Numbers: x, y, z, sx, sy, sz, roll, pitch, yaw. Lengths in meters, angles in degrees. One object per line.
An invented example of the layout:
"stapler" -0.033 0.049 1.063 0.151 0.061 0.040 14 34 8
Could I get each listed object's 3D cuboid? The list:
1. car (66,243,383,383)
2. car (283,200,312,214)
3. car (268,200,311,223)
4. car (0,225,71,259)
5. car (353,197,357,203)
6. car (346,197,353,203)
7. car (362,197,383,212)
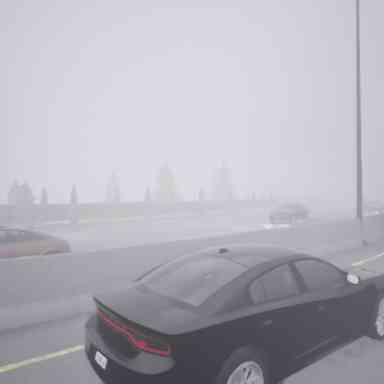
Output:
"car" 1.064 1.488 4.792 5.008 1.535 1.882 0 0 -38
"car" 12.010 1.644 37.633 1.812 1.442 4.674 -1 0 34
"car" 7.708 1.577 26.012 1.837 1.490 4.892 0 0 40
"car" -5.434 1.609 8.888 4.181 1.385 1.994 0 0 -37
"car" 30.750 1.622 59.584 1.837 1.490 4.892 0 0 34
"car" 34.533 1.743 71.701 1.994 1.385 4.181 -1 -1 33
"car" 21.621 1.617 39.474 2.033 1.411 5.357 -1 0 33
